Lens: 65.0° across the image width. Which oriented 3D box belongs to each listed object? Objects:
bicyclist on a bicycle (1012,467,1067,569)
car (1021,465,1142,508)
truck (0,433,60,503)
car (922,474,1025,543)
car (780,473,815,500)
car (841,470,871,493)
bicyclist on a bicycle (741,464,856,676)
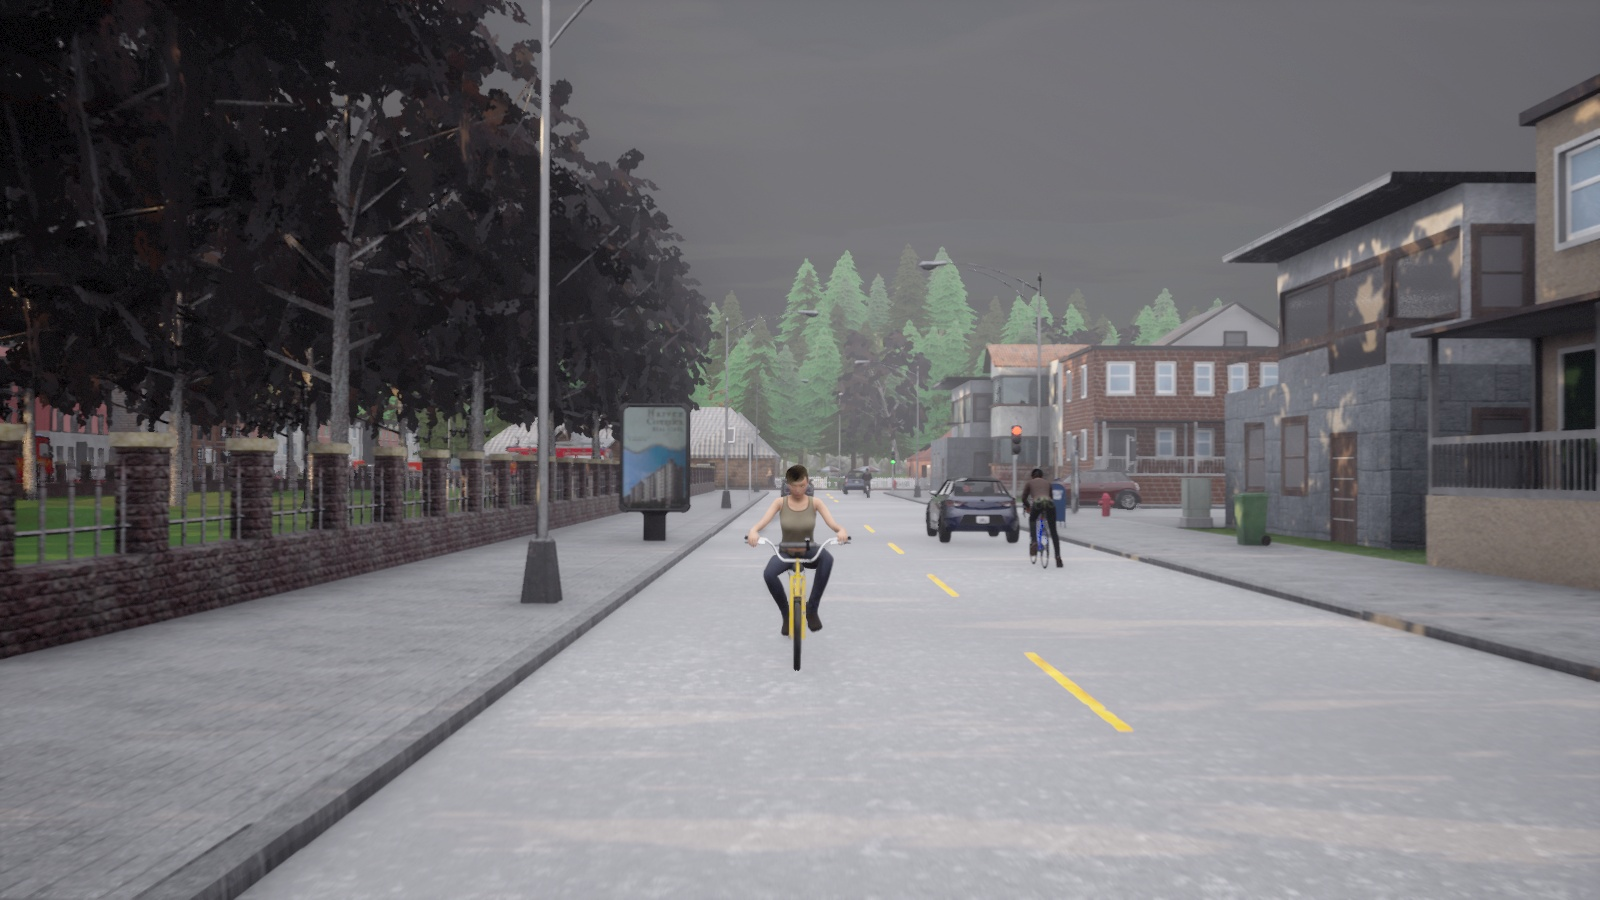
[{"bbox_3d":[3.972,1.105,20.914,0.582,1.620,1.656,0,-1,0],"label":"bicyclist on a bicycle"},{"bbox_3d":[11.707,1.514,52.465,4.553,1.767,2.097,0,-1,0],"label":"car"},{"bbox_3d":[-45.399,1.022,70.331,2.891,3.827,8.468,0,-1,0],"label":"truck"},{"bbox_3d":[3.958,1.307,29.227,1.816,1.474,4.193,0,-1,0],"label":"car"},{"bbox_3d":[-0.167,2.019,70.387,1.816,1.474,4.193,0,-1,-3],"label":"car"},{"bbox_3d":[3.878,2.178,87.558,1.851,1.617,3.988,0,-1,0],"label":"car"},{"bbox_3d":[-0.013,0.926,10.341,0.866,1.612,1.509,0,-1,0],"label":"bicyclist on a bicycle"}]
